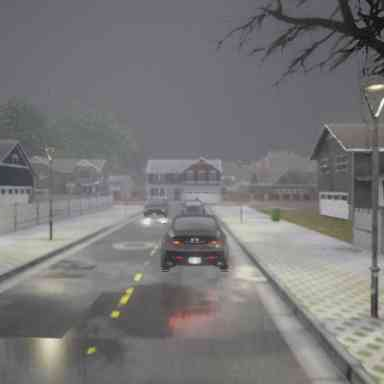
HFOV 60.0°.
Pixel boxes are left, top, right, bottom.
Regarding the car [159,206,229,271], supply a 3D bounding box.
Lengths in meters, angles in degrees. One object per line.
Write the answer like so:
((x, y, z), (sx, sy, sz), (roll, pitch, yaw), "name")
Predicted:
((0.088, 1.399, 10.537), (1.837, 1.490, 4.892), (0, 1, 0), "car")

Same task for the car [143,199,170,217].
((-2.793, 1.269, 27.598), (2.033, 1.411, 5.357), (0, 1, 0), "car")

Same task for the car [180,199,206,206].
((0.098, 1.272, 25.175), (1.812, 1.442, 4.674), (0, 1, 1), "car")
